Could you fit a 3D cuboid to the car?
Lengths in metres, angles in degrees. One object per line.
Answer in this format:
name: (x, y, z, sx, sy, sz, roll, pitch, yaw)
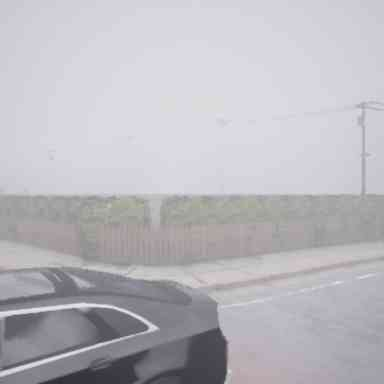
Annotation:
car: (-1.911, 1.484, 2.569, 4.902, 1.511, 2.128, 0, 0, -35)
